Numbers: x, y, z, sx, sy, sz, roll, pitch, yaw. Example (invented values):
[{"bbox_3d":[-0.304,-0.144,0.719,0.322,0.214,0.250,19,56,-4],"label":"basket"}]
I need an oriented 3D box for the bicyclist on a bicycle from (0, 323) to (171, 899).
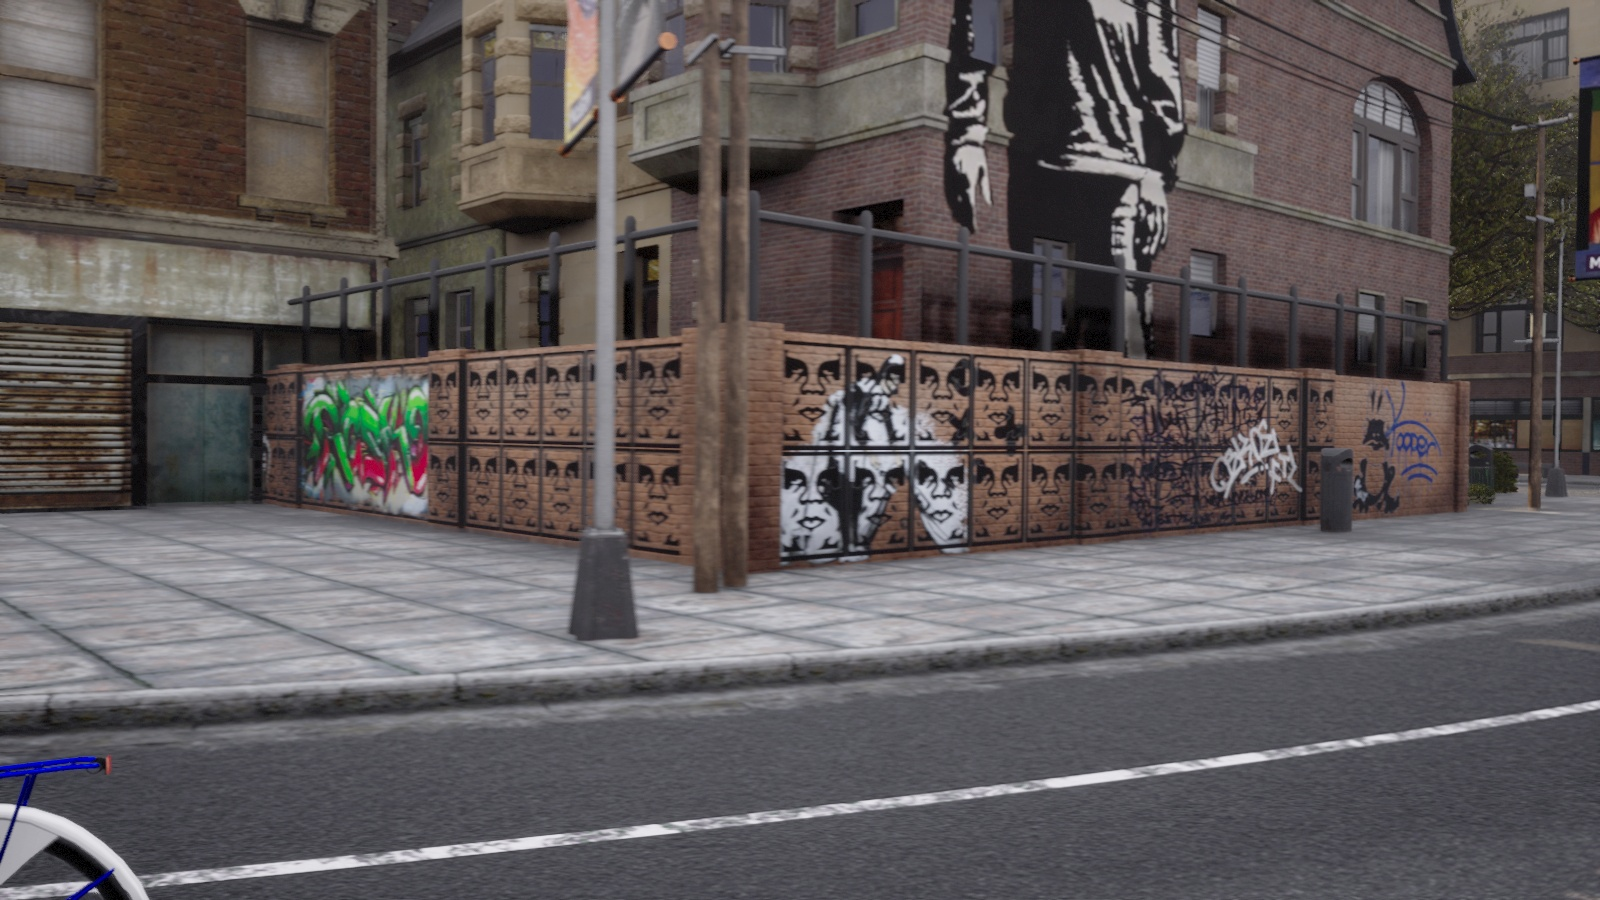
[{"bbox_3d":[-2.299,0.657,2.440,1.843,1.776,0.659,-1,1,-19],"label":"bicyclist on a bicycle"}]
